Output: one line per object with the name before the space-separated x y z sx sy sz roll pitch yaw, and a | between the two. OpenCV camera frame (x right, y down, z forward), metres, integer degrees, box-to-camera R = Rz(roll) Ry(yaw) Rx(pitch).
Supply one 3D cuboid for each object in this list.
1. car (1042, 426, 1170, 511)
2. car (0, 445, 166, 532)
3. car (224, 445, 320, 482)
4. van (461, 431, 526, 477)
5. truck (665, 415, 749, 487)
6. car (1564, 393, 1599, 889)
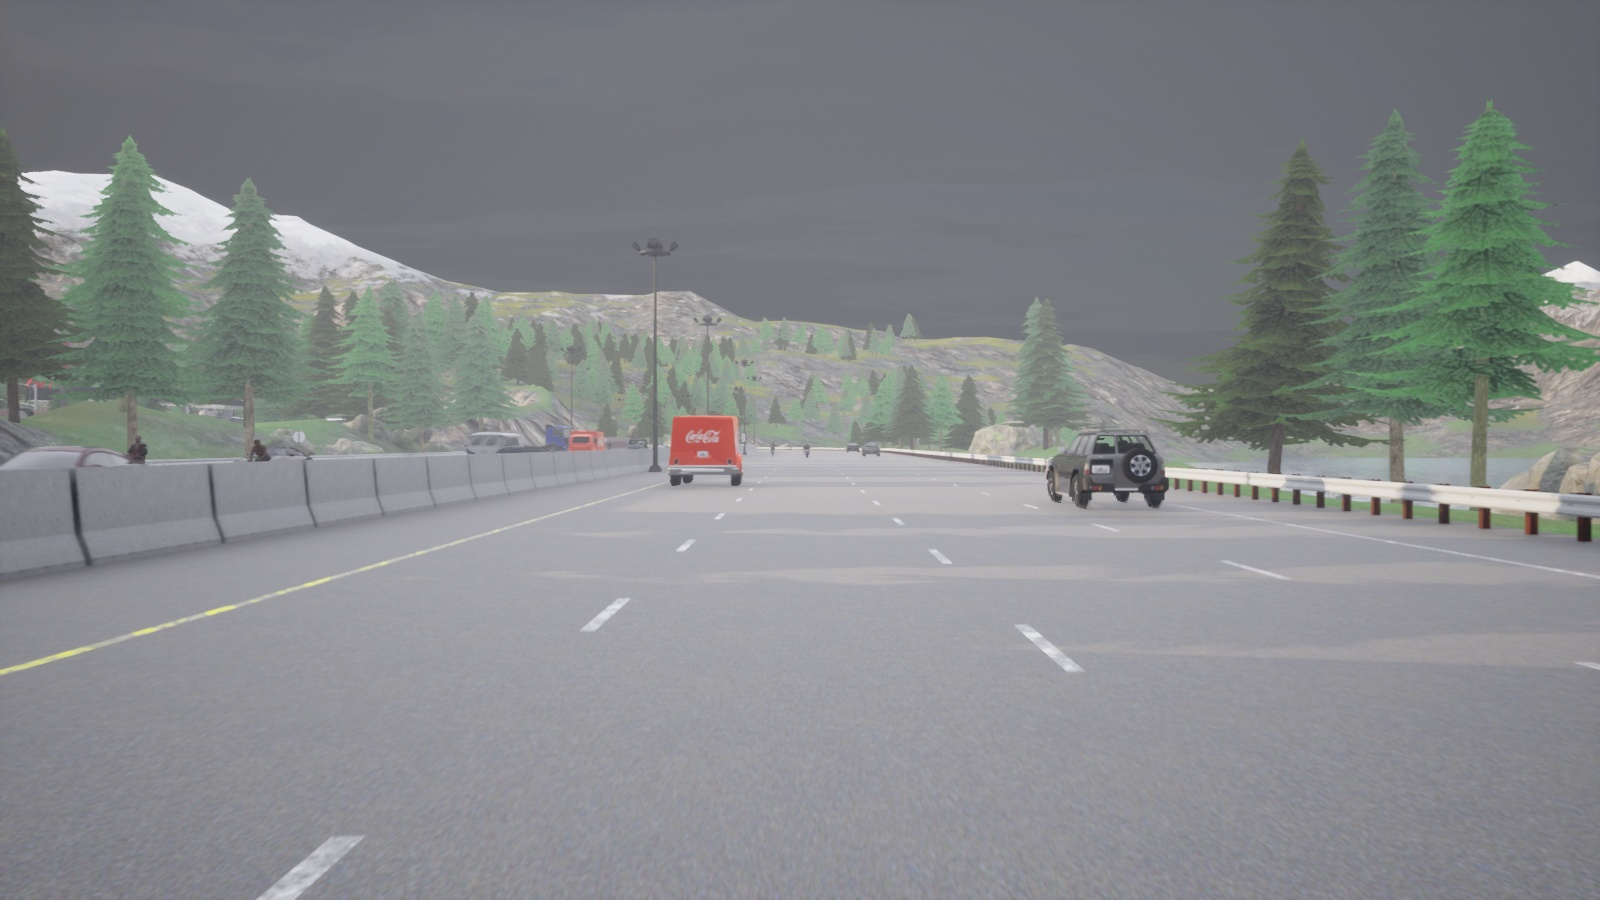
car | 7.139 0.401 29.763 1.932 1.855 4.605 0 0 0
car | -13.888 0.630 23.345 1.812 1.442 4.674 0 0 0
car | -20.772 0.513 49.584 1.994 1.385 4.181 0 0 0
van | -13.710 0.171 56.354 1.775 1.987 4.442 0 0 1
truck | -3.294 0.004 45.553 2.627 2.467 5.204 0 1 0
car | 3.525 0.635 2.287 1.851 1.617 3.988 0 0 0
